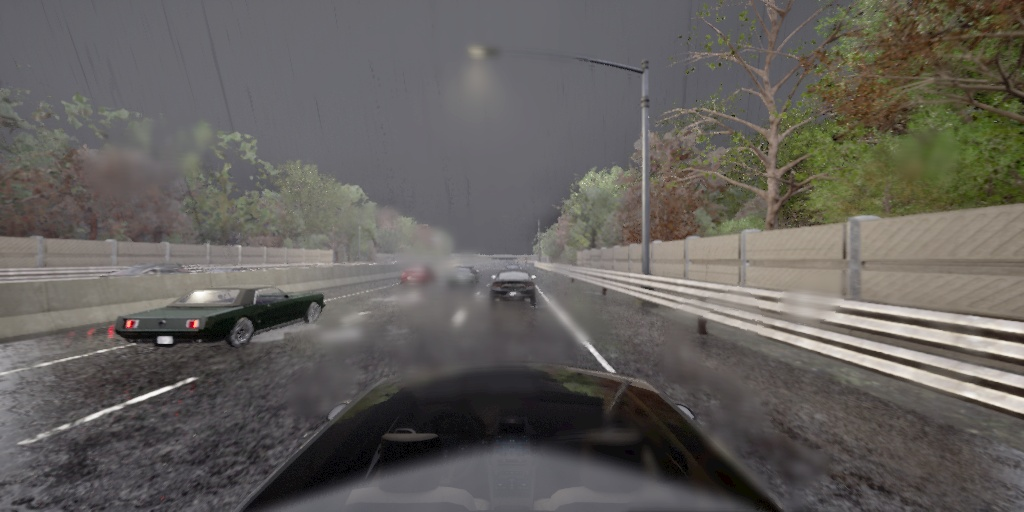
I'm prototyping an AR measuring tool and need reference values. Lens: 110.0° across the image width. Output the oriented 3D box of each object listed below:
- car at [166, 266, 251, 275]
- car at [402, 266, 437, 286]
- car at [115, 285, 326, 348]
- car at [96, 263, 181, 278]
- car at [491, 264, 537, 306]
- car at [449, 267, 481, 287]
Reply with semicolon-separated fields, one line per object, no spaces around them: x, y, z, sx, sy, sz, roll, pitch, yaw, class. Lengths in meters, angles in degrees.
-17.620;1.440;22.119;2.033;1.411;5.357;0;0;0;car
-6.921;1.455;27.073;1.812;1.442;4.674;0;0;0;car
-6.904;1.402;9.372;1.895;1.301;4.718;0;0;0;car
-21.117;1.373;20.427;2.128;1.511;4.902;0;0;0;car
0.081;1.326;16.508;1.882;1.535;5.008;0;0;0;car
-3.421;1.487;26.476;1.994;1.385;4.181;0;0;0;car
